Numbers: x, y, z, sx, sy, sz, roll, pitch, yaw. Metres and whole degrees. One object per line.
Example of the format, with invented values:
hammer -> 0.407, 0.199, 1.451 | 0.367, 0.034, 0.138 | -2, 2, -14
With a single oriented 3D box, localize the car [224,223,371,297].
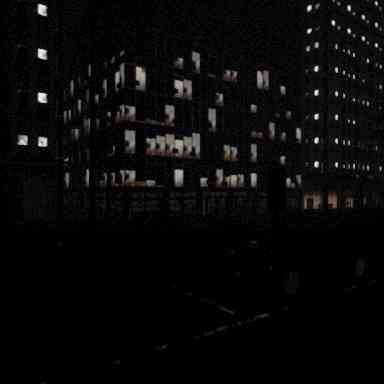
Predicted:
car -> 2.825, 1.543, 8.575 | 4.507, 1.381, 1.887 | 0, 0, -35
